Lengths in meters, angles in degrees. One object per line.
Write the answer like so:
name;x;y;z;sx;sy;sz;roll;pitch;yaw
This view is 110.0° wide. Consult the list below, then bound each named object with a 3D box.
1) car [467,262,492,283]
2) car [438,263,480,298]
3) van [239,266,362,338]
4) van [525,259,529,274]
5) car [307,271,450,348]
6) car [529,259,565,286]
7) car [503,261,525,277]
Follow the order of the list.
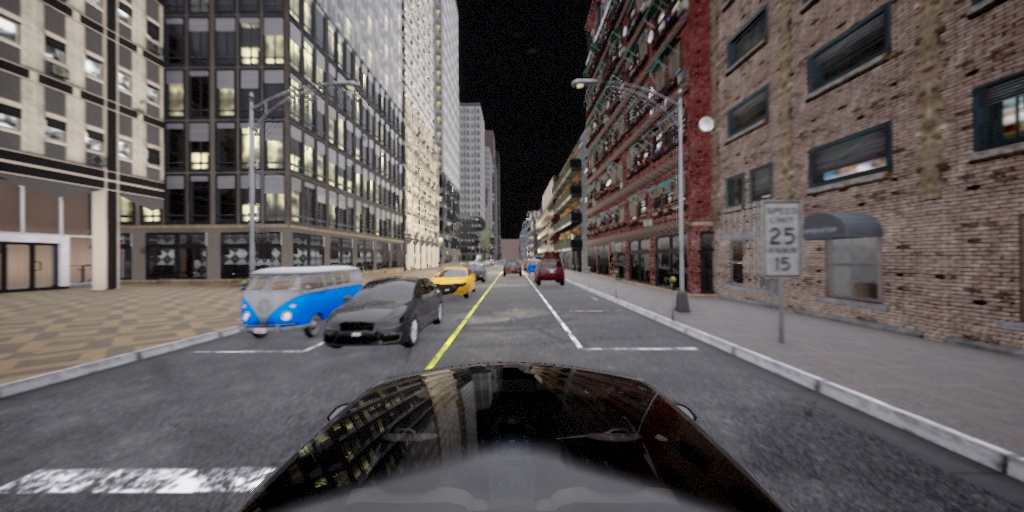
car;-3.041;1.466;30.094;2.033;1.411;5.357;0;0;0
car;-3.062;1.341;19.523;1.882;1.535;5.008;0;0;0
van;-5.681;1.176;10.195;1.690;1.789;3.998;0;0;0
van;2.754;1.287;43.487;1.690;1.789;3.998;0;0;0
car;-3.083;1.317;9.544;1.837;1.490;4.892;0;0;0
car;2.727;1.173;26.835;2.192;1.841;5.009;0;0;0
car;0.052;1.298;39.621;2.097;1.767;4.553;0;0;0
